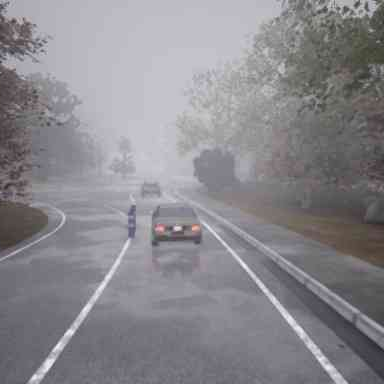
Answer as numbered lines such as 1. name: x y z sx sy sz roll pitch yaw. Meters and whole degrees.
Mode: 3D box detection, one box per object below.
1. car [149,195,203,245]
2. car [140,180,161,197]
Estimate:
1. car: -0.717 1.116 13.418 2.033 1.411 5.357 -1 3 -6
2. car: -4.122 -0.450 33.301 2.128 1.511 4.902 -1 6 -9
